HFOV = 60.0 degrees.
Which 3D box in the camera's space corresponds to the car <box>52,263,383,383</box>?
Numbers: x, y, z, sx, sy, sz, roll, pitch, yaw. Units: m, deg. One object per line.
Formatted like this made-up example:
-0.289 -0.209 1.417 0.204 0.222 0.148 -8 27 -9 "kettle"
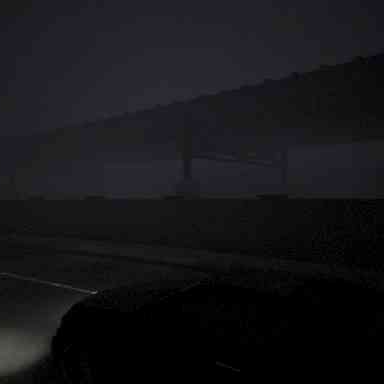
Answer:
0.541 1.513 3.416 4.674 1.442 1.812 0 0 35 "car"
